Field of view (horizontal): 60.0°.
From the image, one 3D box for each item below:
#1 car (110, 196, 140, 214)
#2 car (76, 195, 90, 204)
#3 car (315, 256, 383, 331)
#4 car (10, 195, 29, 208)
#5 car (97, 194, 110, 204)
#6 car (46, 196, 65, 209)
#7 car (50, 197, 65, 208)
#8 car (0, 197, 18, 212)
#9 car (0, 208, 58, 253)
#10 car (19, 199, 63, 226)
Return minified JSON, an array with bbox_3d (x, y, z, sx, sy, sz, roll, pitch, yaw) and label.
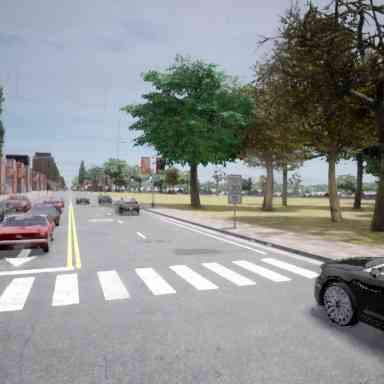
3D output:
[{"bbox_3d":[-6.248,1.262,31.757,2.128,1.511,4.902,0,1,-20],"label":"car"},{"bbox_3d":[-16.851,1.117,51.154,1.895,1.301,4.718,0,1,-20],"label":"car"},{"bbox_3d":[3.790,1.490,4.482,2.128,1.511,4.902,0,0,-20],"label":"car"},{"bbox_3d":[-17.104,1.068,32.588,2.097,1.767,4.553,0,1,-20],"label":"car"},{"bbox_3d":[-13.765,1.010,52.181,2.128,1.511,4.902,0,1,-20],"label":"car"},{"bbox_3d":[-16.538,1.232,40.509,1.895,1.301,4.718,0,1,-20],"label":"car"},{"bbox_3d":[-13.048,1.352,30.921,1.895,1.301,4.718,0,1,-20],"label":"car"},{"bbox_3d":[-13.612,1.341,22.985,1.837,1.490,4.892,0,1,-20],"label":"car"},{"bbox_3d":[-6.582,1.545,13.269,1.895,1.301,4.718,0,0,-20],"label":"car"},{"bbox_3d":[-9.621,1.430,21.532,1.994,1.385,4.181,0,1,-20],"label":"car"}]
